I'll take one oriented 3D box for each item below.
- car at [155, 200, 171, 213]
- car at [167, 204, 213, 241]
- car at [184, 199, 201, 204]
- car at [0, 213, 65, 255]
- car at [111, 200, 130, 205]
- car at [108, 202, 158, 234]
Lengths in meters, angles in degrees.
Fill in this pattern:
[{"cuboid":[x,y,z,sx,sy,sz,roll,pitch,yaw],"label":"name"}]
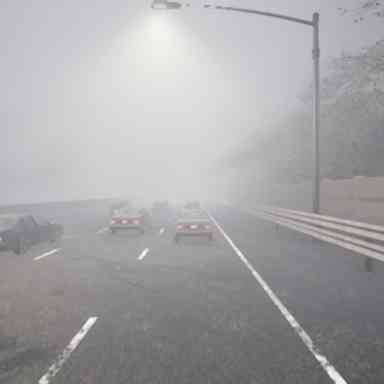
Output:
[{"cuboid":[-3.438,1.588,37.447,2.033,1.411,5.357,0,0,0],"label":"car"},{"cuboid":[0.079,1.554,16.823,2.033,1.411,5.357,0,0,0],"label":"car"},{"cuboid":[0.059,1.569,40.069,1.812,1.442,4.674,0,0,0],"label":"car"},{"cuboid":[-6.908,1.556,13.215,2.033,1.411,5.357,0,0,0],"label":"car"},{"cuboid":[-6.936,1.540,33.158,1.837,1.490,4.892,0,0,0],"label":"car"},{"cuboid":[-3.418,1.559,19.352,2.033,1.411,5.357,0,0,0],"label":"car"}]
